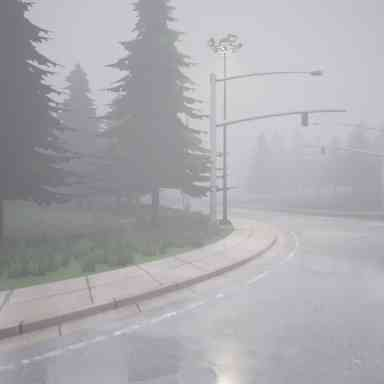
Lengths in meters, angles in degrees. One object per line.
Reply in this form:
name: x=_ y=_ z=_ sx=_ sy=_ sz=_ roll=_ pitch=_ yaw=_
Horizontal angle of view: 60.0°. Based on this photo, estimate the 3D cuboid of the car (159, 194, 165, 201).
car: x=-7.119 y=1.186 z=75.170 sx=2.150 sy=2.045 sz=5.566 roll=0 pitch=0 yaw=-21

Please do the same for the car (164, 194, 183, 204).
car: x=-3.236 y=1.547 z=65.433 sx=2.033 sy=1.411 sz=5.357 roll=0 pitch=0 yaw=-21
